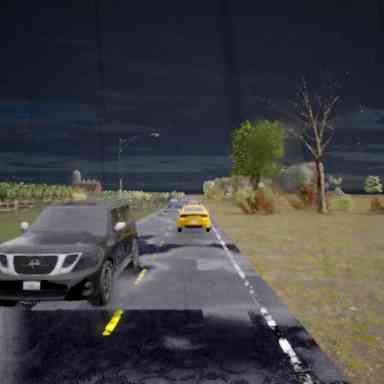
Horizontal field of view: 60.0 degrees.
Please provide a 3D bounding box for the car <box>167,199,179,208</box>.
[{"bbox_3d":[-2.725,1.765,51.525,1.812,1.442,4.674,0,0,0],"label":"car"}]

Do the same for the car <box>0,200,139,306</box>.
[{"bbox_3d":[-2.745,1.258,8.457,2.150,2.045,5.566,0,0,0],"label":"car"}]

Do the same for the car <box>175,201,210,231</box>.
[{"bbox_3d":[0.111,1.569,21.436,1.882,1.535,5.008,0,0,0],"label":"car"}]
